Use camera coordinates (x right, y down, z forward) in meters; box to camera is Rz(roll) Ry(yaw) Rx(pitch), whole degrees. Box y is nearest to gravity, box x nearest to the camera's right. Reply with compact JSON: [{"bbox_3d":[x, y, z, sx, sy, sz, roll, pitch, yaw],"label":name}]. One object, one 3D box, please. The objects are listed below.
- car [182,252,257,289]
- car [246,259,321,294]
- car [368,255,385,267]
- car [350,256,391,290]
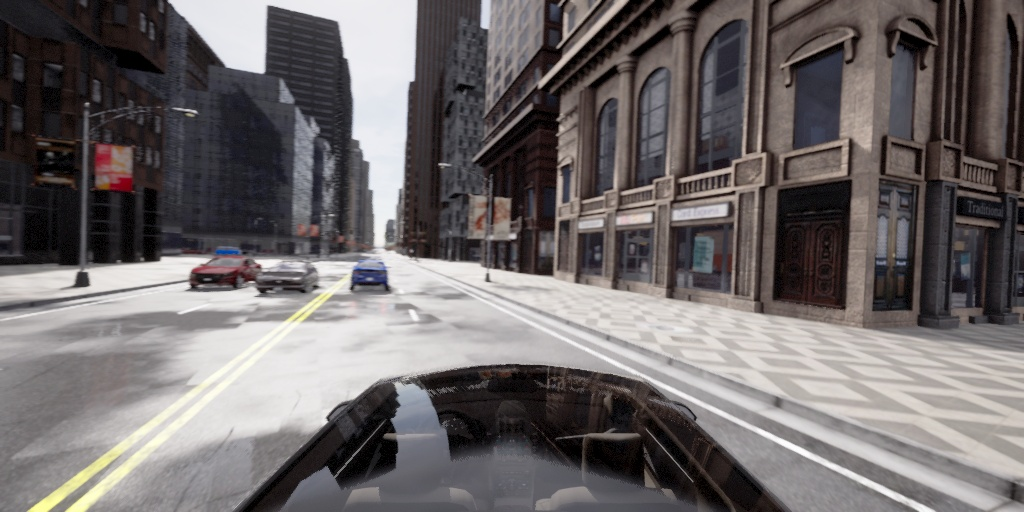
[{"bbox_3d":[-14.348,0.745,18.261,1.882,1.535,5.008,2,0,-20],"label":"car"},{"bbox_3d":[-10.537,0.944,17.288,2.033,1.411,5.357,2,0,-20],"label":"car"},{"bbox_3d":[-18.164,0.678,48.119,2.033,1.411,5.357,2,0,-20],"label":"car"},{"bbox_3d":[-7.862,0.965,20.011,1.882,1.535,5.008,2,0,-20],"label":"car"}]
